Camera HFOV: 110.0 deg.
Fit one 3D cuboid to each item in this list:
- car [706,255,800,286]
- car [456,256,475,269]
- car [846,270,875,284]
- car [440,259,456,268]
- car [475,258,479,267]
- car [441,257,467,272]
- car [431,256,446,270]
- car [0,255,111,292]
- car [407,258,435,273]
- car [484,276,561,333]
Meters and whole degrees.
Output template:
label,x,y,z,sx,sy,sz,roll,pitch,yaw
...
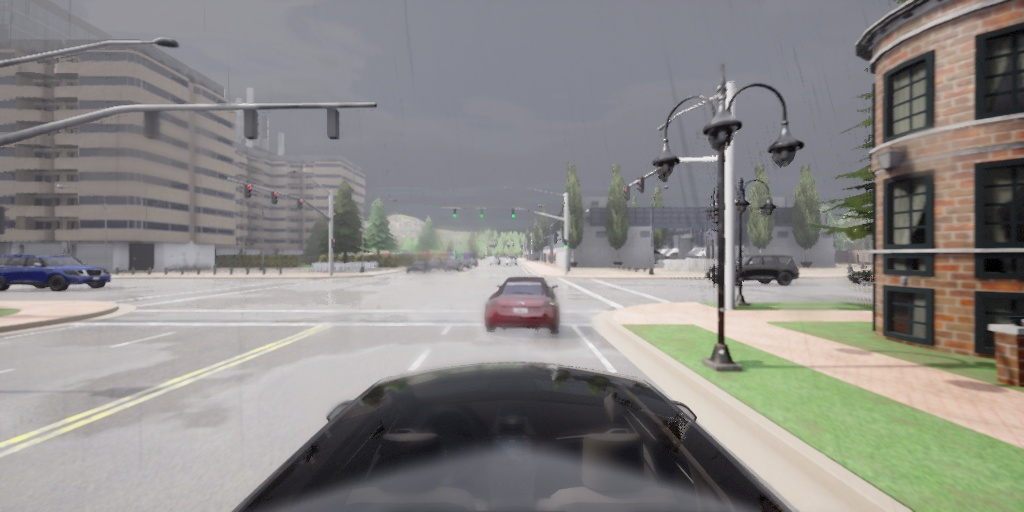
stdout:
label,x,y,z,sx,sy,sz,roll,pitch,yaw
car,16.170,0.934,24.179,5.566,2.045,2.150,0,0,-1
car,-7.125,1.170,53.639,1.837,1.490,4.892,0,0,0
car,25.941,1.313,24.727,4.718,1.301,1.895,0,0,-8
car,-10.606,1.256,59.903,1.895,1.301,4.718,0,0,0
car,-7.079,1.140,64.056,2.128,1.511,4.902,0,0,0
car,-7.123,1.186,44.275,1.837,1.490,4.892,0,0,0
car,-10.631,1.177,49.887,1.837,1.490,4.892,0,0,0
car,-26.862,0.941,20.792,5.566,2.045,2.150,0,0,0
car,-10.627,1.250,41.233,1.994,1.385,4.181,0,0,0
car,0.433,1.300,10.777,1.994,1.385,4.181,0,0,6
